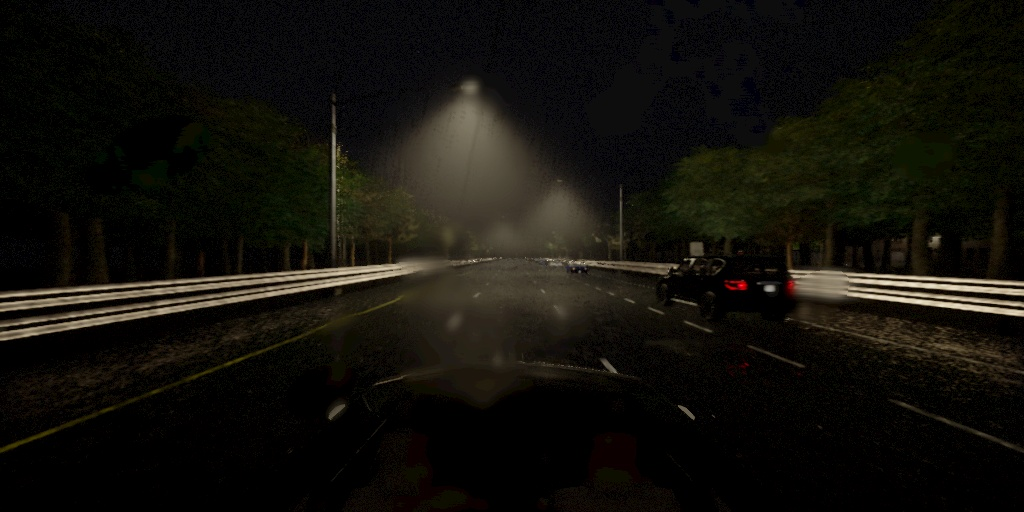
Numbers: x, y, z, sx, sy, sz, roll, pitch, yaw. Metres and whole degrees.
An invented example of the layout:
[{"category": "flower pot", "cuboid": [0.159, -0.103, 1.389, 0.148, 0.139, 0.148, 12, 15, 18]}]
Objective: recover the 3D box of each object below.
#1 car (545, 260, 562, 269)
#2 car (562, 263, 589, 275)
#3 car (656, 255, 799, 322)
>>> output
[{"category": "car", "cuboid": [7.040, 1.379, 58.354, 1.895, 1.301, 4.718, 0, 0, 0]}, {"category": "car", "cuboid": [7.024, 1.364, 39.439, 1.895, 1.301, 4.718, 0, 0, 0]}, {"category": "car", "cuboid": [7.008, 0.978, 12.426, 2.150, 2.045, 5.566, 0, 0, 0]}]
